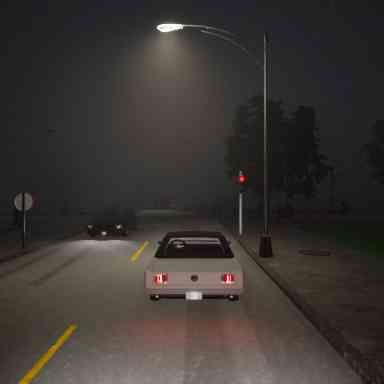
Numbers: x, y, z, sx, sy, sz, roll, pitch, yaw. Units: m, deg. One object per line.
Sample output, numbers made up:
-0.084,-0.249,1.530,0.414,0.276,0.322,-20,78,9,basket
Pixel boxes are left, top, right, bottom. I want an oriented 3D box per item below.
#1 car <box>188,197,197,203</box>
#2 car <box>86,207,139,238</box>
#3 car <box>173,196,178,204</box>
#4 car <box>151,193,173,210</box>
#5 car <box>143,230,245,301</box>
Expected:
0.035,1.601,69.468,1.895,1.301,4.718,0,0,0,car
-4.094,1.544,18.127,2.033,1.411,5.357,0,0,0,car
-4.032,1.506,61.428,1.837,1.490,4.892,0,0,0,car
-4.072,1.222,44.231,2.150,2.045,5.566,0,0,0,car
0.061,1.601,8.278,1.895,1.301,4.718,0,0,0,car
